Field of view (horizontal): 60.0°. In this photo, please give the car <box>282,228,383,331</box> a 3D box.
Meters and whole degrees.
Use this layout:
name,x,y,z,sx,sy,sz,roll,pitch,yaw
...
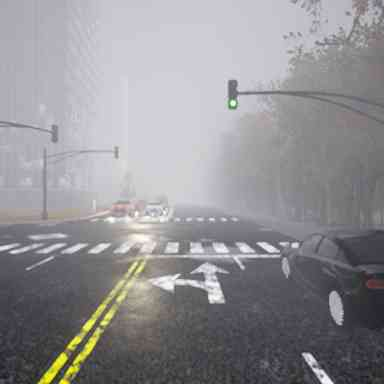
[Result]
name,x,y,z,sx,sy,sz,roll,pitch,yaw
car,3.324,1.490,6.976,1.882,1.535,5.008,-3,-1,0

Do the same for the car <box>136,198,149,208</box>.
name,x,y,z,sx,sy,sz,roll,pitch,yaw
car,-8.401,1.888,56.812,1.882,1.535,5.008,0,0,-3

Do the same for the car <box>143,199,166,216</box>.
name,x,y,z,sx,sy,sz,roll,pitch,yaw
car,-4.132,1.788,36.918,1.812,1.442,4.674,0,0,-6

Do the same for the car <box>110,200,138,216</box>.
name,x,y,z,sx,sy,sz,roll,pitch,yaw
car,-7.331,1.604,35.412,2.097,1.767,4.553,0,0,-2

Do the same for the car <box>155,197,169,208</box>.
name,x,y,z,sx,sy,sz,roll,pitch,yaw
car,-4.558,1.855,46.011,1.812,1.442,4.674,0,0,-3

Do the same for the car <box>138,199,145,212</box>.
name,x,y,z,sx,sy,sz,roll,pitch,yaw
car,-7.700,1.879,44.033,1.994,1.385,4.181,0,0,-2
